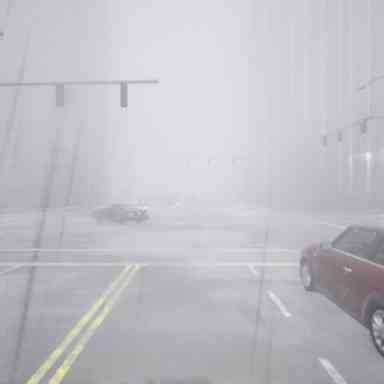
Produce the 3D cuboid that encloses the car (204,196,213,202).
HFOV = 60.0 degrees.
[{"bbox_3d":[3.505,1.436,72.496,1.895,1.301,4.718,0,0,0],"label":"car"}]

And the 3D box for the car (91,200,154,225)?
[{"bbox_3d":[-5.340,1.518,24.227,2.033,1.411,5.357,0,0,-45],"label":"car"}]

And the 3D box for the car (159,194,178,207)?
[{"bbox_3d":[-3.567,1.443,50.718,1.837,1.490,4.892,0,0,0],"label":"car"}]

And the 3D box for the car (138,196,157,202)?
[{"bbox_3d":[-7.063,1.429,51.007,2.128,1.511,4.902,0,0,0],"label":"car"}]

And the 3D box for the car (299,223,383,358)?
[{"bbox_3d":[3.580,1.345,6.072,2.097,1.767,4.553,0,0,0],"label":"car"}]

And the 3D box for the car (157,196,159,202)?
[{"bbox_3d":[-7.004,1.480,66.035,1.994,1.385,4.181,0,0,0],"label":"car"}]

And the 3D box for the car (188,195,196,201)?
[{"bbox_3d":[0.005,1.322,73.036,1.895,1.301,4.718,0,0,0],"label":"car"}]

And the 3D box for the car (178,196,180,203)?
[{"bbox_3d":[-3.507,1.273,66.045,2.097,1.767,4.553,0,0,0],"label":"car"}]
